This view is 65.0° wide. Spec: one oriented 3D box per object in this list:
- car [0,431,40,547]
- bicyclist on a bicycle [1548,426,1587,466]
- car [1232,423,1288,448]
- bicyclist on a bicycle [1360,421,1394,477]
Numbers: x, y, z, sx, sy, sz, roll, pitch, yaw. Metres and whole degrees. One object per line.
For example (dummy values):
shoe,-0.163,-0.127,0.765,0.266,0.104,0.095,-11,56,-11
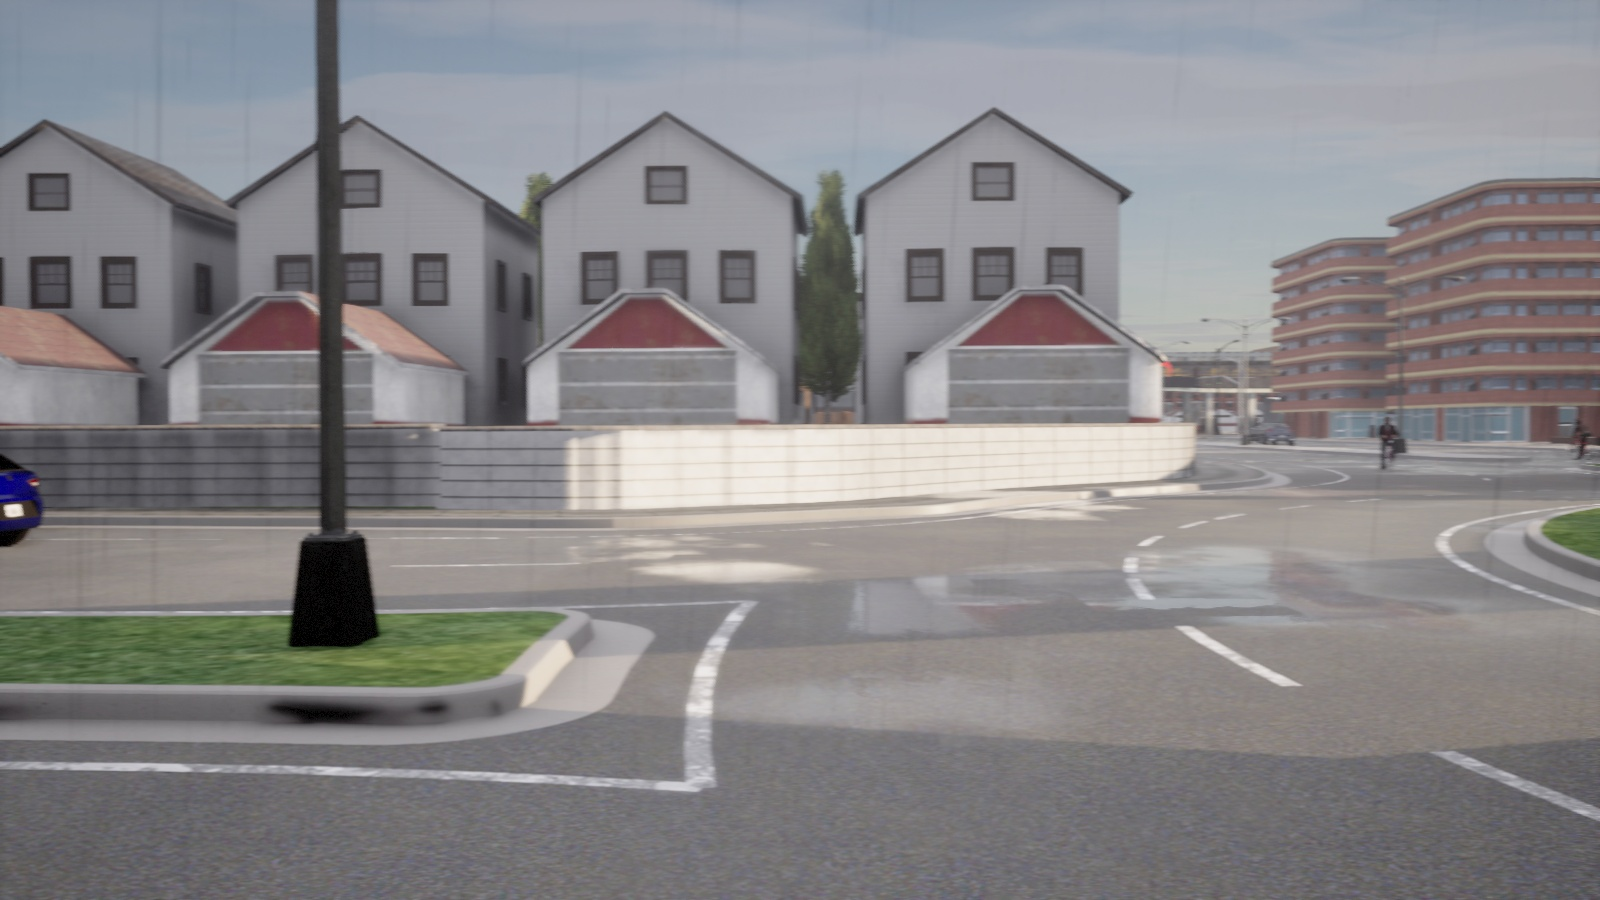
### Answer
car,-12.356,0.498,16.043,4.193,1.474,1.816,0,1,1
bicyclist on a bicycle,31.562,-0.160,51.688,0.582,1.620,1.656,0,1,0
car,32.150,-1.040,87.965,2.152,1.651,5.027,0,1,1
bicyclist on a bicycle,18.437,-0.046,40.150,0.659,1.776,1.843,0,1,15
